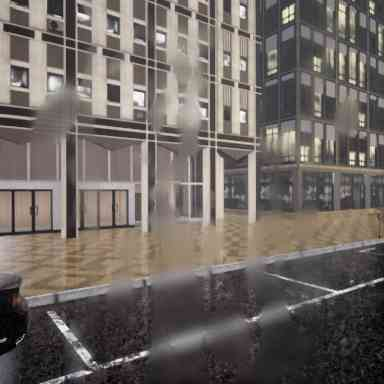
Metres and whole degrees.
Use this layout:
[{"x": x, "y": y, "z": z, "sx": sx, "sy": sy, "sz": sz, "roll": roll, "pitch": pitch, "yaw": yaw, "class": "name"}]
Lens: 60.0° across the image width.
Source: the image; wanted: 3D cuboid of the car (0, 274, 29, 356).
[{"x": -4.209, "y": 1.551, "z": 3.564, "sx": 4.403, "sy": 1.369, "sz": 2.008, "roll": 0, "pitch": 0, "yaw": -35, "class": "car"}]
